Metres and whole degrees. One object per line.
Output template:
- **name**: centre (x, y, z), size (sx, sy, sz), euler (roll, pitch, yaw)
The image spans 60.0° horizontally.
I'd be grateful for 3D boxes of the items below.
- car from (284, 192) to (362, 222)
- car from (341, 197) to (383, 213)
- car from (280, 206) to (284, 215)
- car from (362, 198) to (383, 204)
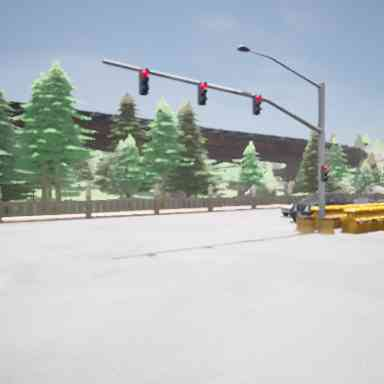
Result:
- **car**: centre (9.348, 1.053, 23.554), size (5.566, 2.045, 2.150), euler (-1, 0, -36)
- **car**: centre (17.523, 1.278, 33.697), size (5.357, 1.411, 2.033), euler (-1, 0, -35)
- **car**: centre (9.623, 1.409, 28.062), size (4.718, 1.301, 1.895), euler (-1, 0, -35)
- **car**: centre (17.092, 1.281, 29.092), size (4.674, 1.442, 1.812), euler (-1, 0, -35)
